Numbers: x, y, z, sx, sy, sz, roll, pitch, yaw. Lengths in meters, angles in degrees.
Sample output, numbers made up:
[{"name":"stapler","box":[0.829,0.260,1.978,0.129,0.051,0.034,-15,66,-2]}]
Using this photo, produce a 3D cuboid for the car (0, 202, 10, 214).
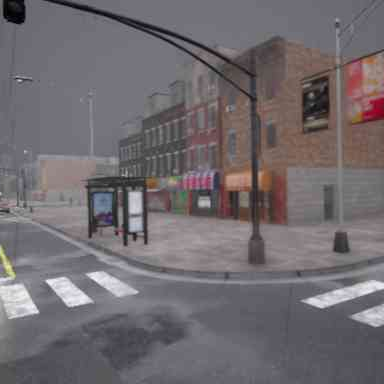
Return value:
[{"name":"car","box":[-22.871,1.890,39.556,1.994,1.385,4.181,-1,0,-32]}]
